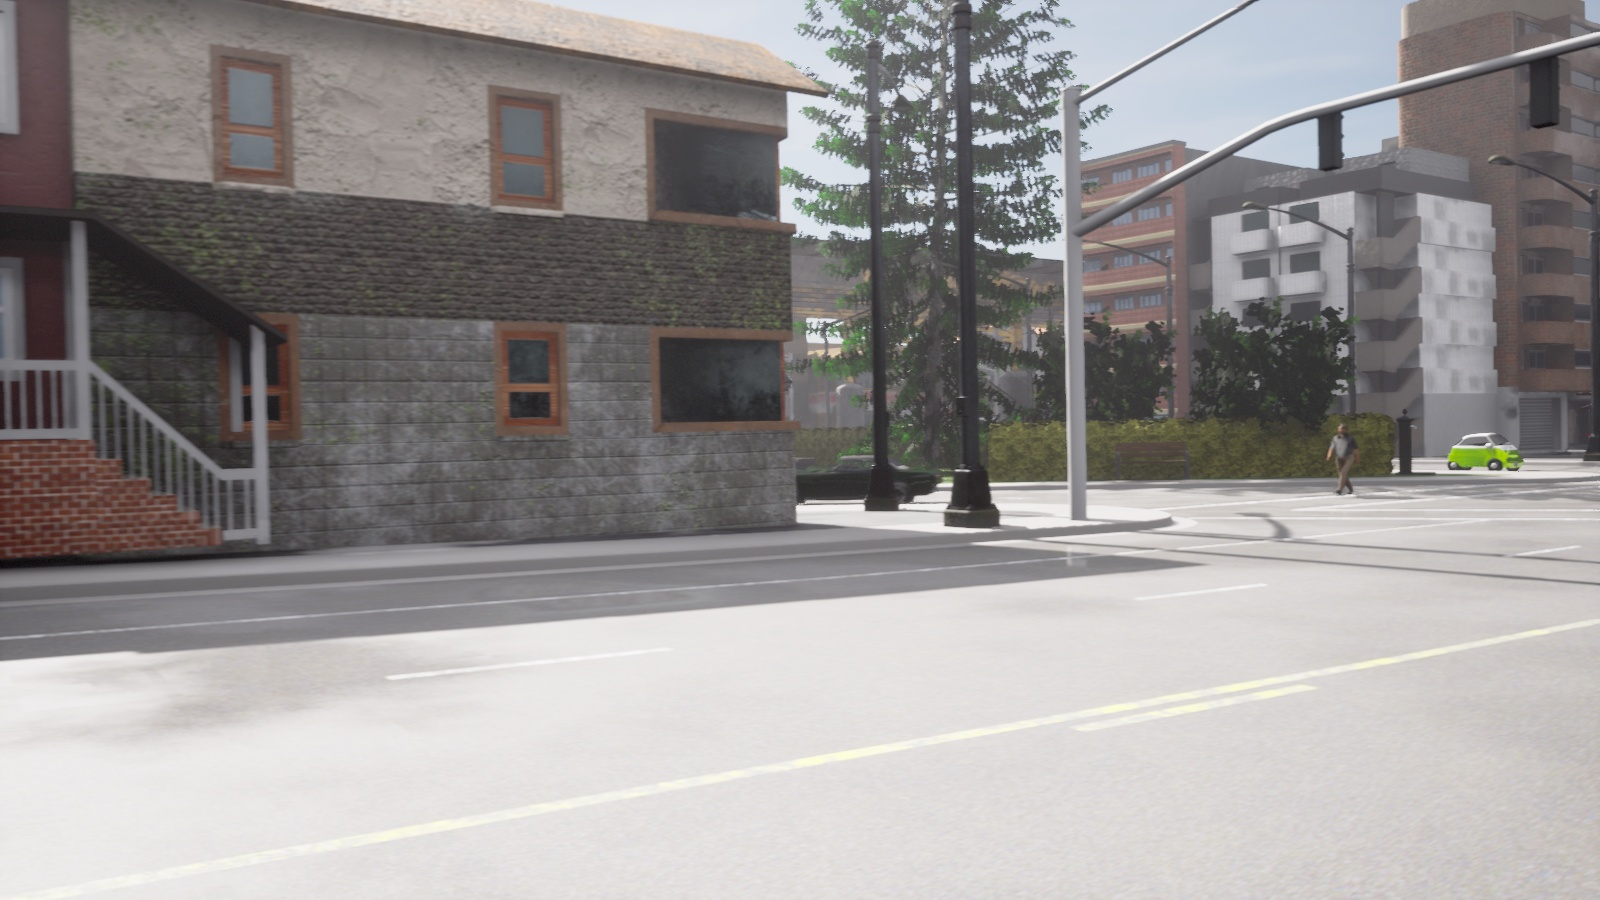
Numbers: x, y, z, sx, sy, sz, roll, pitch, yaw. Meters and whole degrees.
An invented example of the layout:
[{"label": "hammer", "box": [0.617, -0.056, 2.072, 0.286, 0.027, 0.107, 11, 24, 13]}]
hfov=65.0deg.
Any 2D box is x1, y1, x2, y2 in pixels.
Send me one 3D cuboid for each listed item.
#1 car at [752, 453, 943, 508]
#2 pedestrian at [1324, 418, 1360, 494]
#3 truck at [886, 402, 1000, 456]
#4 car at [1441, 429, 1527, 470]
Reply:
[{"label": "car", "box": [1.286, 0.790, 32.994, 4.718, 1.301, 1.895, -1, 1, 12]}, {"label": "pedestrian", "box": [13.402, 0.149, 31.035, 0.694, 1.848, 0.540, -2, 1, -41]}, {"label": "truck", "box": [10.701, -1.585, 93.463, 8.468, 3.827, 2.891, -2, 1, -35]}, {"label": "car", "box": [24.098, -0.013, 44.266, 1.481, 1.376, 2.207, -2, 1, -34]}]
